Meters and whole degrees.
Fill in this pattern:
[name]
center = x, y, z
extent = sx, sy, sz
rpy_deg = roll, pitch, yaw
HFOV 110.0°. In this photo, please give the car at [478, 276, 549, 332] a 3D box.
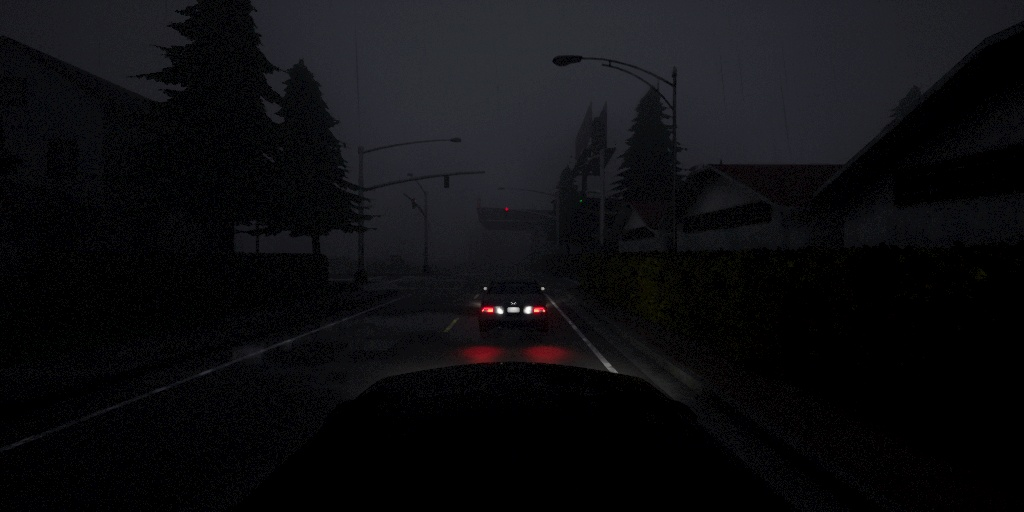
[car]
center = 0.058, 1.297, 10.837
extent = 2.033, 1.411, 5.357
rpy_deg = 0, 0, 1
